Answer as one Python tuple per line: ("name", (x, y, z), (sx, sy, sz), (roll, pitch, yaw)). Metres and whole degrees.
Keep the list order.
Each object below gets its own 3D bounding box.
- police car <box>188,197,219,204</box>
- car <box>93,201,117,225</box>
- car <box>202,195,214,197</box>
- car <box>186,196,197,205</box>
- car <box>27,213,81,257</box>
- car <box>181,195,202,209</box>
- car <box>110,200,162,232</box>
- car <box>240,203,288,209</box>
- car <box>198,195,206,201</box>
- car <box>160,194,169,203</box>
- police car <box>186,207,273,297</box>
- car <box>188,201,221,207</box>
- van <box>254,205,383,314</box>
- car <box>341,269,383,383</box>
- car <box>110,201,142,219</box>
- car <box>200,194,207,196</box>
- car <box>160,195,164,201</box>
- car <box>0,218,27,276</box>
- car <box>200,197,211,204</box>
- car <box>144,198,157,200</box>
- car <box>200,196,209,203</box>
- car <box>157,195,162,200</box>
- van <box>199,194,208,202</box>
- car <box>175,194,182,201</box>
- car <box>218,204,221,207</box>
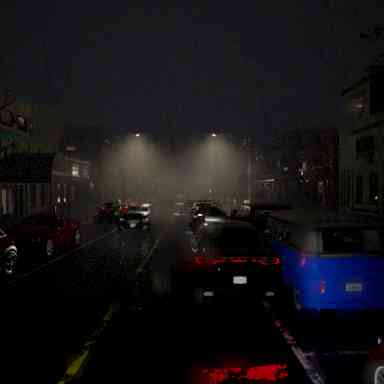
("police car", (0.849, 1.420, 24.734), (1.930, 1.638, 5.238), (0, 0, 0))
("car", (-5.743, 1.435, 23.974), (1.967, 1.590, 4.097), (-1, 0, 0))
("car", (2.593, 1.514, 46.356), (1.752, 1.417, 4.829), (-1, 0, 0))
("car", (-0.124, 1.462, 60.240), (1.882, 1.535, 5.008), (0, 0, 0))
("car", (-5.719, 1.542, 12.878), (1.887, 1.381, 4.507), (-1, 0, 0))
("car", (-0.068, 1.480, 46.121), (2.128, 1.511, 4.902), (0, 0, 0))
("car", (-3.141, 1.487, 20.056), (2.128, 1.511, 4.902), (0, 0, 0))
("car", (2.660, 1.312, 12.897), (2.192, 1.841, 5.009), (-1, 0, 0))
("car", (2.512, 1.501, 85.196), (1.752, 1.417, 4.829), (-1, 0, 0))
("car", (-5.835, 1.297, 68.361), (2.192, 1.841, 5.009), (-1, 0, 0))
("police car", (0.883, 1.423, 8.733), (1.930, 1.638, 5.238), (0, 0, 0))
("car", (0.862, 1.501, 18.623), (1.837, 1.490, 4.892), (0, 0, 0))
("van", (2.671, 1.340, 7.349), (1.690, 1.788, 3.998), (-1, 0, 0))
("car", (2.685, 1.582, 1.801), (1.802, 1.307, 4.206), (-1, 0, 0))
("car", (-5.753, 1.538, 29.523), (1.887, 1.381, 4.507), (-1, 0, 0))
("car", (2.579, 1.302, 51.736), (2.192, 1.841, 5.009), (-1, 0, 0))
("car", (-5.799, 1.569, 51.716), (1.802, 1.307, 4.206), (-1, 0, 0))
("car", (-5.709, 1.439, 7.330), (1.967, 1.590, 4.097), (-1, 0, 0))
("car", (2.559, 1.565, 62.832), (1.802, 1.307, 4.206), (-1, 0, 0))
("car", (-5.776, 1.572, 40.619), (1.802, 1.307, 4.206), (-1, 0, 0))
("car", (2.547, 1.507, 68.550), (1.752, 1.417, 4.829), (-1, 0, 0))
("car", (-5.788, 1.539, 46.167), (2.008, 1.369, 4.403), (-1, 0, 0))
("van", (2.534, 1.321, 73.929), (1.690, 1.788, 3.998), (-1, 0, 0))
("car", (-3.177, 1.327, 86.064), (2.097, 1.767, 4.553), (0, 0, 0))
("car", (2.650, 1.578, 18.446), (1.802, 1.307, 4.206), (-1, 0, 0))
